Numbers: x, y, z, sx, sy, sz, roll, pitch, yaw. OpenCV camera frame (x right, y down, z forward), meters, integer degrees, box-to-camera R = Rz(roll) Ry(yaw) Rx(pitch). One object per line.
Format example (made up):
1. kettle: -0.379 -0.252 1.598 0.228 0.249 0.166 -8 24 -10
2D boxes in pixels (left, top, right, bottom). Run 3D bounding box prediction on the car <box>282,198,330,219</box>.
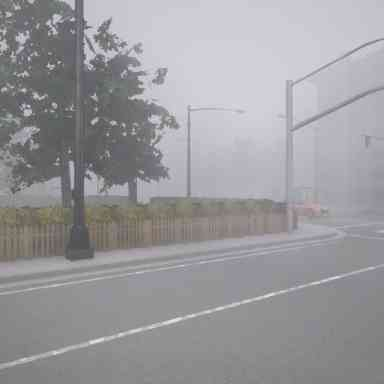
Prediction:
1. car: 9.849 1.352 29.547 2.097 1.767 4.553 0 0 -35
